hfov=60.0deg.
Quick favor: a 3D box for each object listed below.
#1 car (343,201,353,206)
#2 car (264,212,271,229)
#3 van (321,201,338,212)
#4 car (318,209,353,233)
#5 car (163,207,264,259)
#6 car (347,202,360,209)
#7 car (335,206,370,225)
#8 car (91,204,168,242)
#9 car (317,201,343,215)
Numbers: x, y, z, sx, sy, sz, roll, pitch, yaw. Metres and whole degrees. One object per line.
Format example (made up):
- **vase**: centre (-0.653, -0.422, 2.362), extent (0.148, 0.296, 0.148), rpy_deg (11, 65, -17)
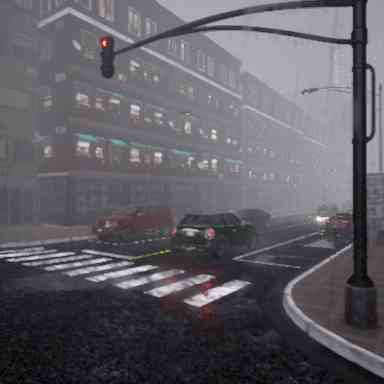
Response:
- **car**: centre (32.779, 2.742, 69.529), extent (2.192, 1.841, 5.009), rpy_deg (-1, -2, 35)
- **car**: centre (3.961, 1.904, 23.777), extent (1.882, 1.535, 5.008), rpy_deg (0, -1, 35)
- **van**: centre (23.007, 2.452, 55.555), extent (1.690, 1.788, 3.998), rpy_deg (-1, -2, 35)
- **car**: centre (10.336, 2.043, 22.869), extent (1.802, 1.307, 4.206), rpy_deg (-2, -2, 35)
- **car**: centre (1.107, 1.596, 14.080), extent (2.097, 1.767, 4.553), rpy_deg (0, -1, 33)
- **car**: centre (36.037, 2.973, 74.182), extent (1.967, 1.590, 4.097), rpy_deg (-1, -2, 35)
- **car**: centre (13.594, 2.115, 27.528), extent (2.008, 1.369, 4.403), rpy_deg (-2, -2, 35)
- **car**: centre (-3.056, 1.595, 18.295), extent (2.192, 1.841, 5.009), rpy_deg (-1, -2, 35)
- **car**: centre (17.701, 2.354, 43.300), extent (2.128, 1.511, 4.902), rpy_deg (0, -1, 36)
